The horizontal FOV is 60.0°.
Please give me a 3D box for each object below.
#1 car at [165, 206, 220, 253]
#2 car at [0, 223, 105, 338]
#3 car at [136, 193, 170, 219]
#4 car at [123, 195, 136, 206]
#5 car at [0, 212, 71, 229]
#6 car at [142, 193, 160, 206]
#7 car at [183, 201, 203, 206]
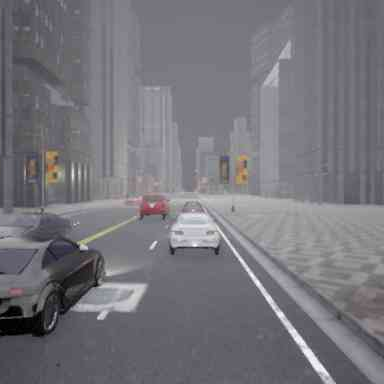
[{"bbox_3d":[0.096,1.526,13.497,1.812,1.442,4.674,0,0,0],"label":"car"},{"bbox_3d":[-3.155,1.566,6.669,1.994,1.385,4.181,0,0,0],"label":"car"},{"bbox_3d":[-3.159,1.204,28.926,2.150,2.045,5.566,0,0,0],"label":"car"},{"bbox_3d":[-9.832,1.284,54.457,2.097,1.767,4.553,0,0,0],"label":"car"},{"bbox_3d":[-6.604,1.547,13.627,2.033,1.411,5.357,0,0,0],"label":"car"},{"bbox_3d":[-6.581,1.153,54.256,2.150,2.045,5.566,0,0,0],"label":"car"},{"bbox_3d":[0.090,1.544,30.369,1.994,1.385,4.181,0,0,0],"label":"car"}]
